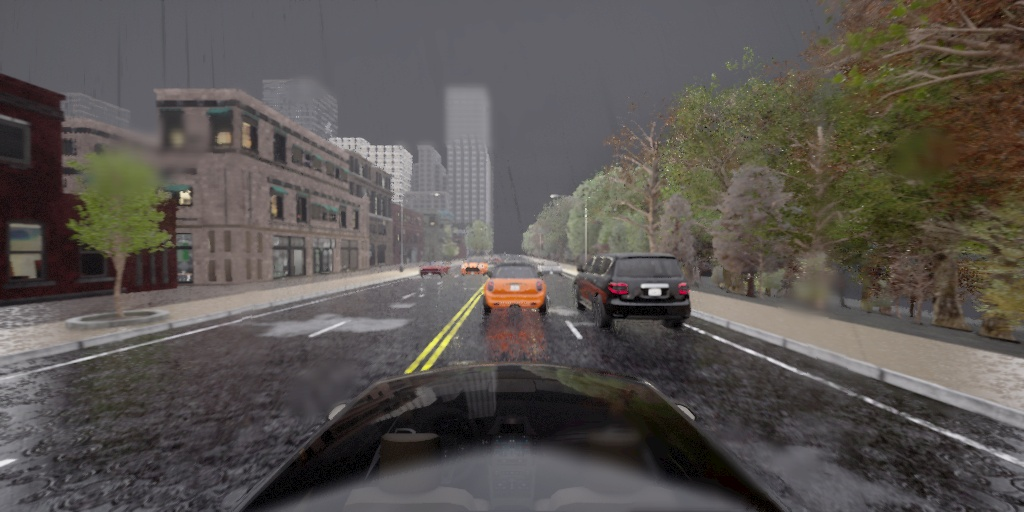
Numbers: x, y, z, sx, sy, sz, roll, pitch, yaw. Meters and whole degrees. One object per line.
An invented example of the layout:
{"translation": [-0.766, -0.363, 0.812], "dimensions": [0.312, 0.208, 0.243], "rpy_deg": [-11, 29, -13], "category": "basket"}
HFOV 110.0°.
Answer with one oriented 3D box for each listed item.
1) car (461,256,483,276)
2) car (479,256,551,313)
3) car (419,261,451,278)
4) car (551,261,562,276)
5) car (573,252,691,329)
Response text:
{"translation": [-3.344, 0.868, 32.695], "dimensions": [2.097, 1.767, 4.553], "rpy_deg": [0, 0, 0], "category": "car"}
{"translation": [0.096, 1.013, 13.533], "dimensions": [2.097, 1.767, 4.553], "rpy_deg": [0, 0, 0], "category": "car"}
{"translation": [-6.600, 1.130, 31.044], "dimensions": [1.895, 1.301, 4.718], "rpy_deg": [0, 0, 0], "category": "car"}
{"translation": [3.337, 1.118, 32.505], "dimensions": [1.895, 1.301, 4.718], "rpy_deg": [0, 0, 0], "category": "car"}
{"translation": [3.345, 0.904, 11.083], "dimensions": [2.150, 2.045, 5.566], "rpy_deg": [0, 1, 0], "category": "car"}
